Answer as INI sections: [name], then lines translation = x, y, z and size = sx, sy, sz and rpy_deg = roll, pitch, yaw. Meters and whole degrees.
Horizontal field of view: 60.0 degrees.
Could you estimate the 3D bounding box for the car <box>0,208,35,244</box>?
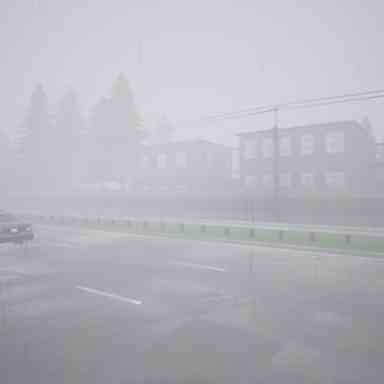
[car]
translation = -9.176, 1.607, 14.813
size = 5.357, 1.411, 2.033
rpy_deg = 0, 0, 35
